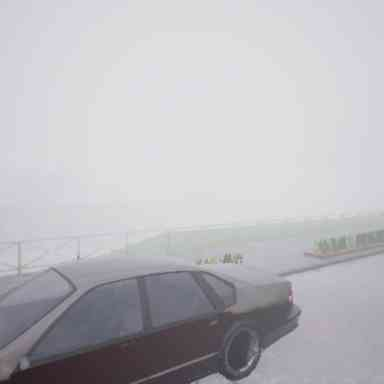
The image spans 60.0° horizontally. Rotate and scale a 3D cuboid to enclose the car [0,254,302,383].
[{"bbox_3d":[-0.996,1.537,3.896,5.357,1.411,2.033,0,0,-35],"label":"car"}]
